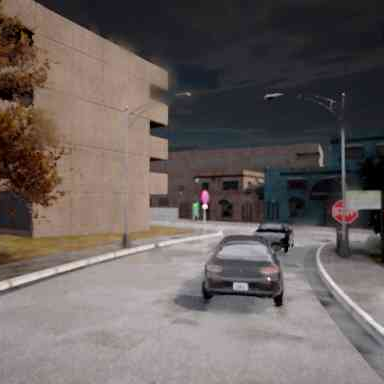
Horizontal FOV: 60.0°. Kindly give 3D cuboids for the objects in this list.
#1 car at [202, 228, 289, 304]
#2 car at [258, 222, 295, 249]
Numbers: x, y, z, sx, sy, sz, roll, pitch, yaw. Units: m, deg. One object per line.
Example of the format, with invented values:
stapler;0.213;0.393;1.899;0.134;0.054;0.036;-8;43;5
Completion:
car;1.439;1.894;9.051;1.812;1.442;4.674;0;-3;11
car;4.713;2.440;18.890;2.128;1.511;4.902;0;-3;22
